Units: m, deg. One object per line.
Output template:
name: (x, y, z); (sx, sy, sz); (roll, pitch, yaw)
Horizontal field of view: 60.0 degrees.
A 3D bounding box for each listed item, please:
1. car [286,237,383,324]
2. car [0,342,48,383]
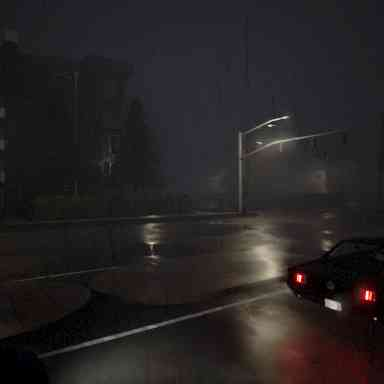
car: (4.174, 1.601, 6.845); (4.718, 1.301, 1.895); (0, 0, -35)
car: (-3.144, 1.526, 1.517); (4.674, 1.442, 1.812); (0, 0, -36)
